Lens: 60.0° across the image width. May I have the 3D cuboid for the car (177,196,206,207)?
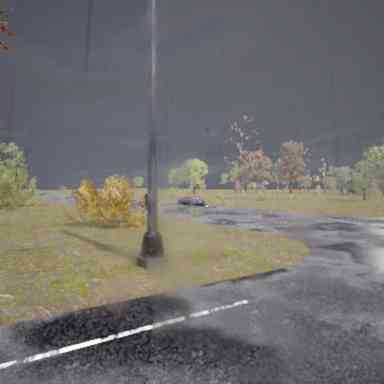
[{"bbox_3d":[-0.154,1.139,41.782,1.994,1.385,4.181,-1,1,-35],"label":"car"}]

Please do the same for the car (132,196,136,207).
[{"bbox_3d":[-7.537,1.168,40.175,2.033,1.411,5.357,-1,1,-35],"label":"car"}]
